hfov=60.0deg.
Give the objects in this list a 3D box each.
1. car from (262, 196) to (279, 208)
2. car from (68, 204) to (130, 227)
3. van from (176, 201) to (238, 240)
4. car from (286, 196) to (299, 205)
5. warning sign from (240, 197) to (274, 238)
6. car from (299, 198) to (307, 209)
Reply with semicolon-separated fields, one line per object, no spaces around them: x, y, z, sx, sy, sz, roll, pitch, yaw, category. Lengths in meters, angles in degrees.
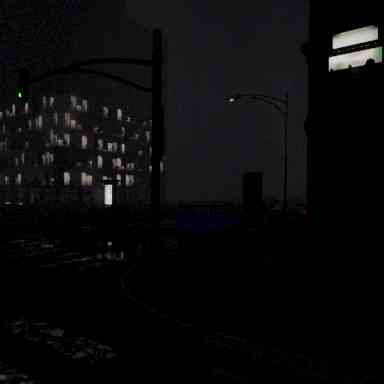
10.083;1.293;44.390;1.967;1.590;4.097;1;1;35;car
-5.956;1.467;21.852;1.947;1.339;4.313;1;1;35;car
0.875;1.368;16.991;1.690;1.788;3.998;1;1;35;van
16.399;1.364;53.269;1.752;1.417;4.829;1;1;35;car
3.157;1.177;16.097;1.300;1.860;1.060;1;1;35;warning sign
15.639;1.442;42.313;1.837;1.490;4.892;1;1;36;car
